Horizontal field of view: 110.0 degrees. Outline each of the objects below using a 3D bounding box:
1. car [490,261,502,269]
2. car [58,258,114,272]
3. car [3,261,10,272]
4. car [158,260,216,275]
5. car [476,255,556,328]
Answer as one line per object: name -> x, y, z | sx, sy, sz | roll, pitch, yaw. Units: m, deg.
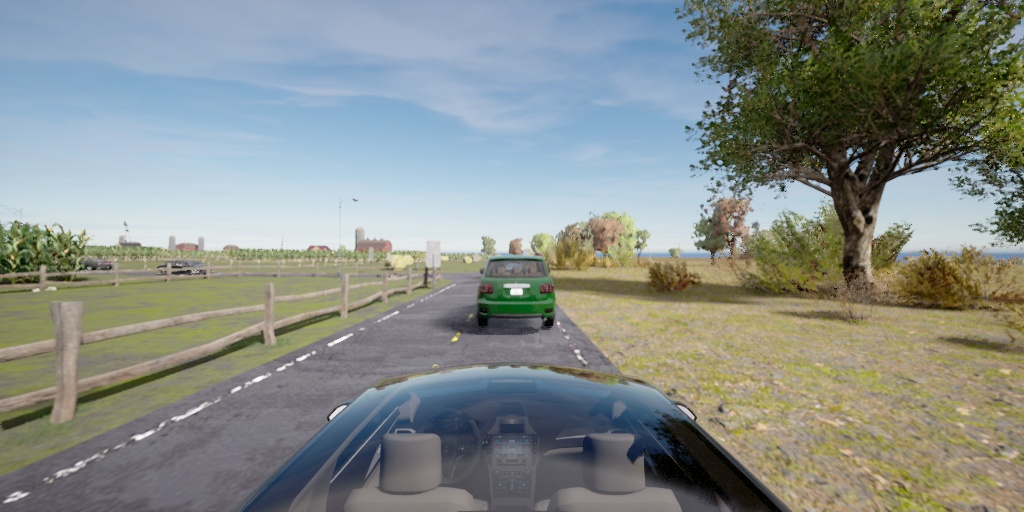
car -> -2.782, 1.505, 62.816 | 1.994, 1.385, 4.181 | 0, 0, 1
car -> -46.393, 1.014, 39.064 | 4.902, 1.511, 2.128 | 0, 0, 0
car -> -51.872, 1.133, 36.217 | 4.718, 1.301, 1.895 | 0, 0, -1
car -> -32.793, 1.147, 36.307 | 4.892, 1.490, 1.837 | 1, 0, -1
car -> 0.103, 0.995, 11.647 | 2.150, 2.045, 5.566 | 0, 0, 0
